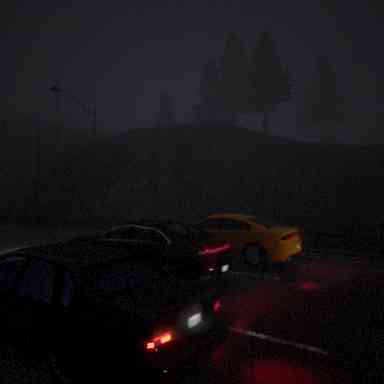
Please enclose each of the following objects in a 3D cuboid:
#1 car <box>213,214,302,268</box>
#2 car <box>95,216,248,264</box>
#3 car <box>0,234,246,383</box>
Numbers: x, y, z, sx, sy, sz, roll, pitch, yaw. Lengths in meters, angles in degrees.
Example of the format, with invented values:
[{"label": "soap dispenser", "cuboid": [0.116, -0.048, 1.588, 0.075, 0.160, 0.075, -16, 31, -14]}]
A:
[{"label": "car", "cuboid": [1.132, 1.483, 11.370, 5.008, 1.535, 1.882, 0, 0, 32]}, {"label": "car", "cuboid": [-1.293, 1.496, 8.766, 4.902, 1.511, 2.128, 0, 0, 32]}, {"label": "car", "cuboid": [-2.091, 1.550, 5.220, 5.357, 1.411, 2.033, 0, 0, 32]}]
